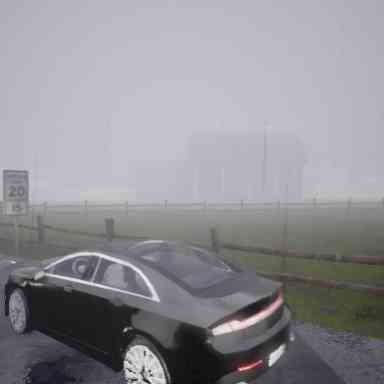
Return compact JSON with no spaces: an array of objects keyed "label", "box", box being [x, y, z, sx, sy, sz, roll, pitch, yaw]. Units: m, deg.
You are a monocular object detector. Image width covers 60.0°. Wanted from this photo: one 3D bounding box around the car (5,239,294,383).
[{"label":"car","box":[-1.012,1.474,4.958,4.902,1.511,2.128,0,1,39]}]
